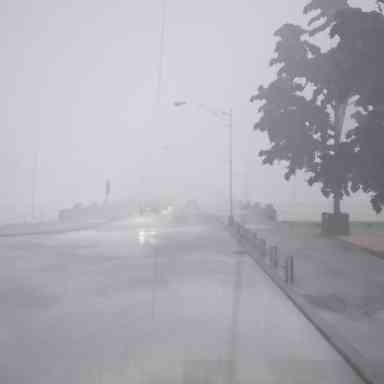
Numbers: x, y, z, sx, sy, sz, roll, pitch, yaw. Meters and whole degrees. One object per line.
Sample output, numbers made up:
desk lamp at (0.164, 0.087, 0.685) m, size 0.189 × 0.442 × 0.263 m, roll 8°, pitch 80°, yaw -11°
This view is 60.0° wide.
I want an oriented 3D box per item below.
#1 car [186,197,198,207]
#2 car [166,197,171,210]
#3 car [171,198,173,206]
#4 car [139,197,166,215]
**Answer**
car at (-0.004, 1.553, 52.988) m, size 2.033 × 1.411 × 5.357 m, roll 0°, pitch 0°, yaw 0°
car at (-4.096, 1.483, 43.097) m, size 1.882 × 1.535 × 5.008 m, roll 0°, pitch 0°, yaw 0°
car at (-4.066, 1.497, 53.367) m, size 2.128 × 1.511 × 4.902 m, roll 0°, pitch 0°, yaw 0°
car at (-4.102, 1.495, 33.549) m, size 2.128 × 1.511 × 4.902 m, roll 0°, pitch 0°, yaw 0°
